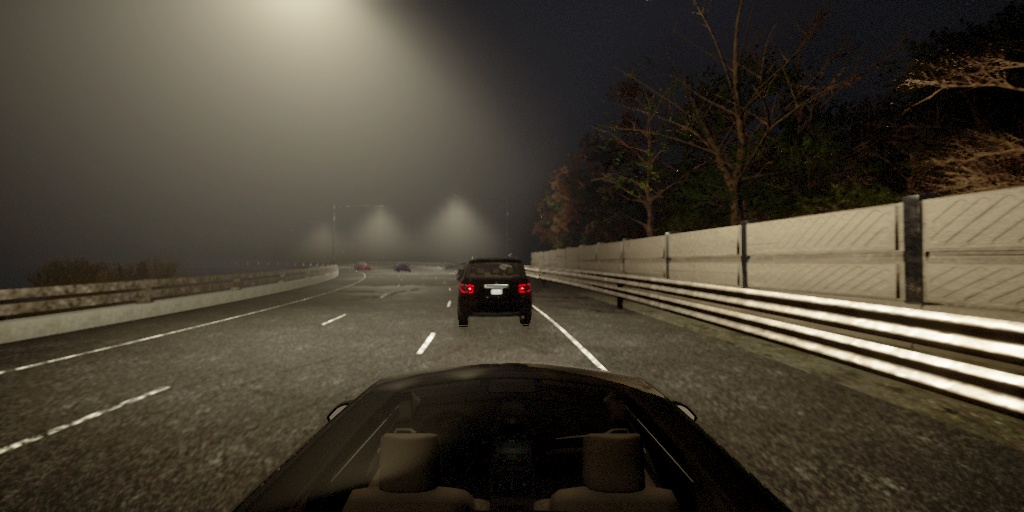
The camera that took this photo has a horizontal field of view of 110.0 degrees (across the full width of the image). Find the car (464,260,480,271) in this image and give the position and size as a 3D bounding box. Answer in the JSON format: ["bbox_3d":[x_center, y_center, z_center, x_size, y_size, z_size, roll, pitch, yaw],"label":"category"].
[{"bbox_3d":[-6.473,1.483,58.522,2.097,1.767,4.553,0,0,-2],"label":"car"}]

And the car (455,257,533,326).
[{"bbox_3d":[-0.654,1.045,12.223,2.150,2.045,5.566,0,0,-5],"label":"car"}]

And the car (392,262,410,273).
[{"bbox_3d":[-15.853,1.610,51.295,1.812,1.442,4.674,0,0,-27],"label":"car"}]

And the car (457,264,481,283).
[{"bbox_3d":[-3.859,1.475,31.464,1.812,1.442,4.674,0,0,-10],"label":"car"}]
